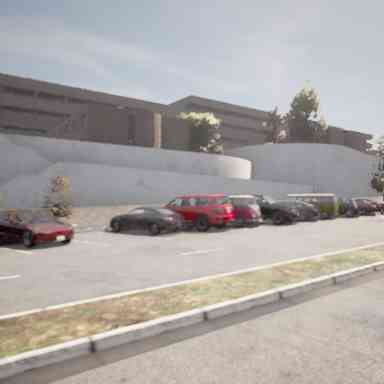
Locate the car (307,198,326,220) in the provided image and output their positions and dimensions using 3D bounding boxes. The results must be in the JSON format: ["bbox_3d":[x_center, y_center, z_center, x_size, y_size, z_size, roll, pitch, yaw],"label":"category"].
[{"bbox_3d":[7.201,1.407,25.416,4.892,1.521,2.231,-1,0,34],"label":"car"}]

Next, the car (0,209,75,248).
[{"bbox_3d":[-7.356,1.522,15.011,4.792,1.488,2.163,-1,-1,35],"label":"car"}]

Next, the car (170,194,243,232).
[{"bbox_3d":[-0.120,1.211,20.240,5.566,2.045,2.435,-1,0,34],"label":"car"}]

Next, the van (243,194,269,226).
[{"bbox_3d":[2.436,1.216,21.897,4.442,1.987,1.878,-1,-1,35],"label":"van"}]

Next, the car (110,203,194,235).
[{"bbox_3d":[-2.519,1.515,18.489,4.674,1.452,2.002,-1,0,34],"label":"car"}]

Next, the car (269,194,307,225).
[{"bbox_3d":[4.792,1.173,23.679,5.566,2.045,2.435,-1,-1,35],"label":"car"}]

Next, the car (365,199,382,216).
[{"bbox_3d":[14.485,1.388,30.611,4.674,1.452,2.002,-1,0,35],"label":"car"}]

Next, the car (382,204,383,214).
[{"bbox_3d":[16.955,1.358,32.346,4.792,1.488,2.163,-1,-1,34],"label":"car"}]

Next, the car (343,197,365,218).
[{"bbox_3d":[12.078,1.241,28.866,4.553,1.767,2.185,-1,0,34],"label":"car"}]

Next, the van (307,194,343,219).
[{"bbox_3d":[9.525,1.162,27.217,4.442,1.987,1.878,-1,0,34],"label":"van"}]
